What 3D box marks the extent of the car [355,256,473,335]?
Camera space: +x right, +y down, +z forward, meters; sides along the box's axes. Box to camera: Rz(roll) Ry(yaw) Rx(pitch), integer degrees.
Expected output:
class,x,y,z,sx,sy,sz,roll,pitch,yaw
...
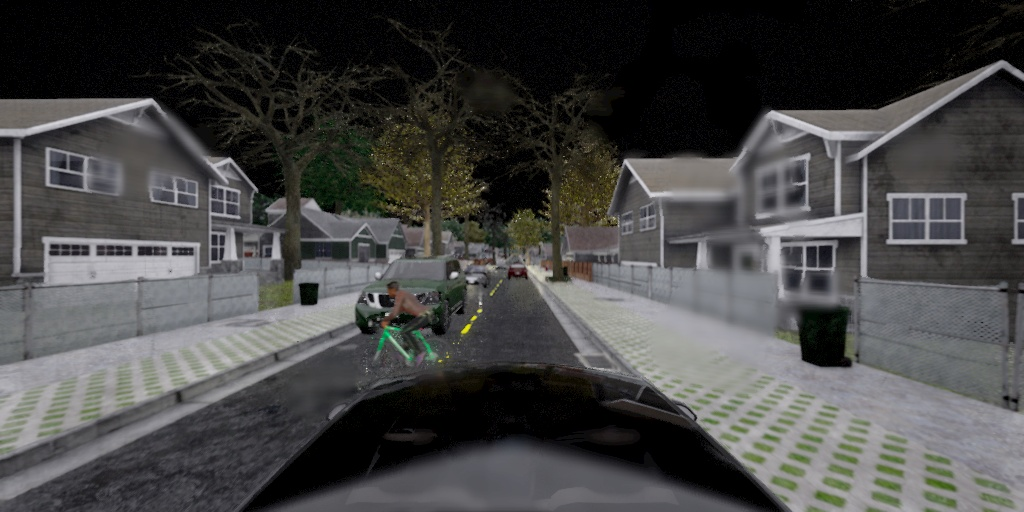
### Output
class,x,y,z,sx,sy,sz,roll,pitch,yaw
car,-2.734,1.027,11.094,2.150,2.045,5.566,0,0,1

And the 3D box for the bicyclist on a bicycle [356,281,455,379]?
class,x,y,z,sx,sy,sz,roll,pitch,yaw
bicyclist on a bicycle,-1.773,1.228,5.910,1.656,1.620,0.582,-2,0,1

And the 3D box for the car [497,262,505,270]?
class,x,y,z,sx,sy,sz,roll,pitch,yaw
car,-1.935,1.748,63.734,1.837,1.490,4.892,0,0,1

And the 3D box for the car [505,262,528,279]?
class,x,y,z,sx,sy,sz,roll,pitch,yaw
car,0.567,1.469,35.761,1.882,1.535,5.008,0,-1,1

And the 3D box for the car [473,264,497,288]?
class,x,y,z,sx,sy,sz,roll,pitch,yaw
car,-2.507,1.399,25.290,2.128,1.511,4.902,0,-1,1
